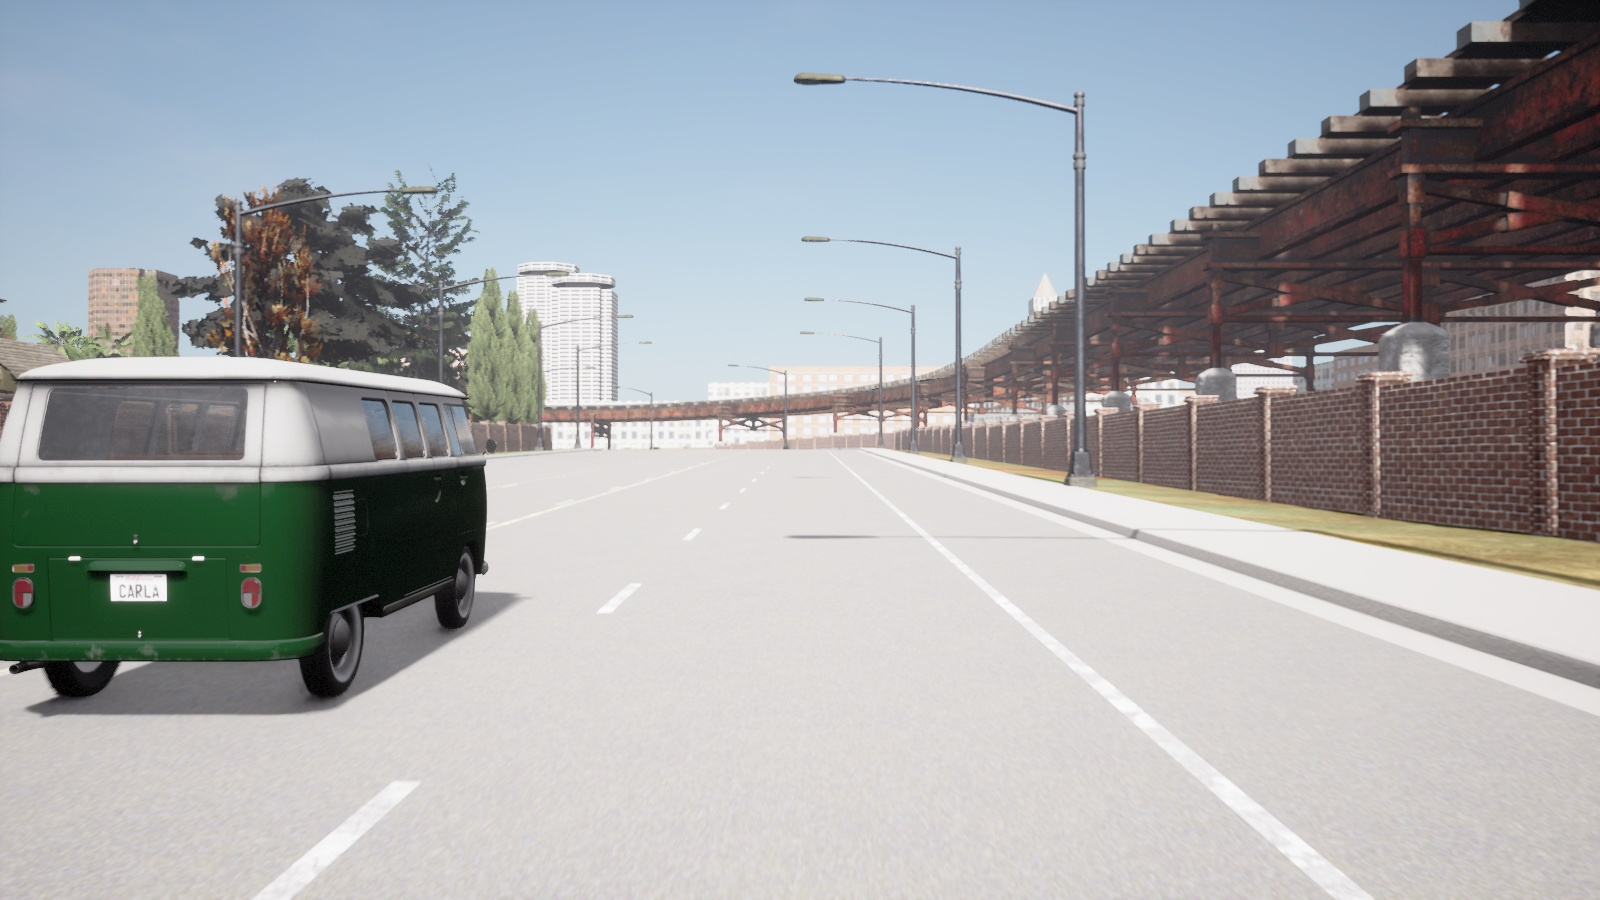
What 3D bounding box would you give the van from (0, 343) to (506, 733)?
[{"bbox_3d":[-3.434,0.421,8.610,1.775,1.987,4.442,0,1,0],"label":"van"}]
